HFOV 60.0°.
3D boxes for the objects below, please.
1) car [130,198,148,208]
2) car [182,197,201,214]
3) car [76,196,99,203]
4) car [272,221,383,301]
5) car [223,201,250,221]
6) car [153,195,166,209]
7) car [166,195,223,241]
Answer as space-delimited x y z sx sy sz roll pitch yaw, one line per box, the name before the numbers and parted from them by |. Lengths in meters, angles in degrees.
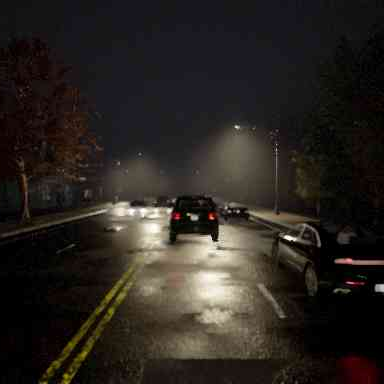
car | -6.961 1.416 44.024 1.895 1.301 4.718 0 0 -1
car | -0.124 1.357 34.654 1.837 1.490 4.892 0 0 -1
car | -20.683 1.545 65.573 4.313 1.339 1.947 -1 1 -1
car | 3.351 1.455 8.233 2.128 1.511 4.902 0 0 0
car | 3.257 1.435 26.253 2.033 1.411 5.357 0 0 -1
car | -3.684 1.172 42.365 2.097 1.767 4.553 0 0 -1
car | 0.095 1.152 16.375 2.150 2.045 5.566 0 0 0
